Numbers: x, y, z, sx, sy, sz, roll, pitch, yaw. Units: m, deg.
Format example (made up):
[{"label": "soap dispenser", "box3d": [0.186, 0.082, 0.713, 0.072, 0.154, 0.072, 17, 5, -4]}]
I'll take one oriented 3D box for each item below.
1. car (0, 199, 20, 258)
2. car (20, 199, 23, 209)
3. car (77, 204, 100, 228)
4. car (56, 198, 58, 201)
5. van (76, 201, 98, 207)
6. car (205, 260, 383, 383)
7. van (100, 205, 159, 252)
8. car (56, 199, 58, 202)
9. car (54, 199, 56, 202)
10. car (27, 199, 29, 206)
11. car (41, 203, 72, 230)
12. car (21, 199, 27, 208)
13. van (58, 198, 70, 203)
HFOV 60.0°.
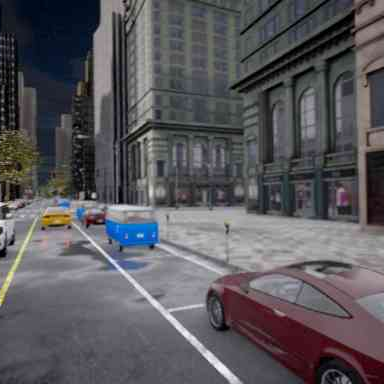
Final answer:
[{"label": "car", "box3d": [-8.646, 1.457, 13.708, 2.150, 2.045, 5.566, -1, 0, -23]}, {"label": "car", "box3d": [-30.186, 2.432, 56.122, 1.752, 1.417, 4.829, 0, -1, -24]}, {"label": "car", "box3d": [-7.172, 1.849, 24.775, 1.887, 1.381, 4.507, 0, -1, -24]}, {"label": "car", "box3d": [-28.929, 2.597, 74.559, 1.887, 1.381, 4.507, 0, -1, -24]}, {"label": "van", "box3d": [-9.385, 1.719, 29.840, 1.690, 1.788, 3.998, 0, -1, -24]}, {"label": "car", "box3d": [1.669, 1.595, 4.523, 1.802, 1.307, 4.206, 0, -1, -24]}, {"label": "van", "box3d": [-2.754, 1.499, 14.651, 1.690, 1.788, 3.998, 0, -1, -24]}, {"label": "car", "box3d": [-26.763, 2.542, 69.599, 1.947, 1.339, 4.313, 0, -1, -24]}, {"label": "car", "box3d": [-33.262, 2.759, 84.480, 2.008, 1.369, 4.403, 0, -1, -24]}, {"label": "car", "box3d": [-36.601, 2.448, 70.824, 2.192, 1.841, 5.009, 0, -1, -24]}, {"label": "car", "box3d": [-9.793, 1.814, 24.033, 1.882, 1.535, 5.008, -1, -1, -23]}, {"label": "car", "box3d": [-34.482, 2.602, 65.975, 1.887, 1.381, 4.507, 0, -1, -24]}, {"label": "van", "box3d": [-24.599, 2.240, 64.641, 1.690, 1.788, 3.998, 0, -1, -24]}]
